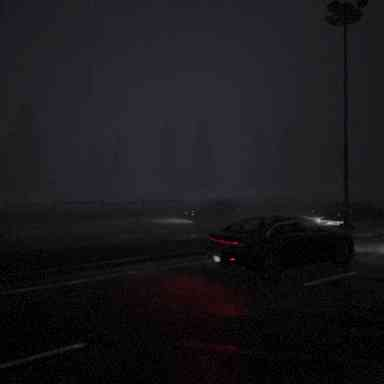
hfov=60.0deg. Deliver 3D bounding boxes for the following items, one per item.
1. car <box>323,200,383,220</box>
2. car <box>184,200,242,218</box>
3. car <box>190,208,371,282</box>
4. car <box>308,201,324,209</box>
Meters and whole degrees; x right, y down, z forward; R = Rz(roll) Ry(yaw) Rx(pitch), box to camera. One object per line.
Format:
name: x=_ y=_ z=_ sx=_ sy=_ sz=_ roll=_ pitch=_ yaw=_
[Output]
car: x=12.117 y=1.408 z=24.509 sx=4.181 sy=1.385 sz=1.994 roll=0 pitch=0 yaw=-29
car: x=1.709 y=1.392 z=26.815 sx=4.892 sy=1.490 sz=1.837 roll=0 pitch=0 yaw=-28
car: x=2.663 y=1.441 z=9.616 sx=4.902 sy=1.511 sz=2.128 roll=0 pitch=0 yaw=-32
car: x=11.668 y=1.396 z=28.241 sx=4.181 sy=1.385 sz=1.994 roll=0 pitch=0 yaw=-28
